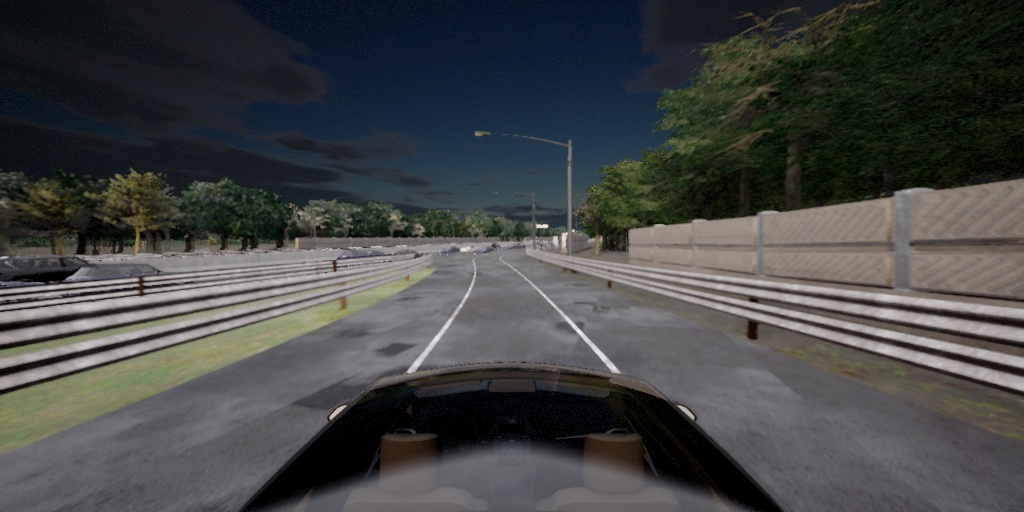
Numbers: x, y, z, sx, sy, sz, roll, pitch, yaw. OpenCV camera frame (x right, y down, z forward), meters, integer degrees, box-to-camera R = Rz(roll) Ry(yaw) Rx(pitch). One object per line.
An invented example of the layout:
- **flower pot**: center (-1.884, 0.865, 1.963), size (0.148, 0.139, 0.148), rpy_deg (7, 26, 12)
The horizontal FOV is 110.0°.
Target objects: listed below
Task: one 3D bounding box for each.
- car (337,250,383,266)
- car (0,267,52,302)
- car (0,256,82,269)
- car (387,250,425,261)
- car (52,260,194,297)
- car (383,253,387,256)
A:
- **car**: center (-16.574, 0.094, 38.796), size (2.097, 1.767, 4.553), rpy_deg (0, 3, 17)
- **car**: center (-23.861, 1.549, 15.342), size (2.033, 1.411, 5.357), rpy_deg (0, 3, 17)
- **car**: center (-25.937, 0.985, 20.455), size (2.150, 2.045, 5.566), rpy_deg (0, 3, 17)
- **car**: center (-11.957, 0.028, 41.857), size (1.837, 1.490, 4.892), rpy_deg (0, 3, 17)
- **car**: center (-19.272, 1.143, 18.314), size (2.097, 1.767, 4.553), rpy_deg (0, 3, 17)
- **car**: center (-17.889, -0.058, 46.357), size (2.033, 1.411, 5.357), rpy_deg (0, 3, 17)
